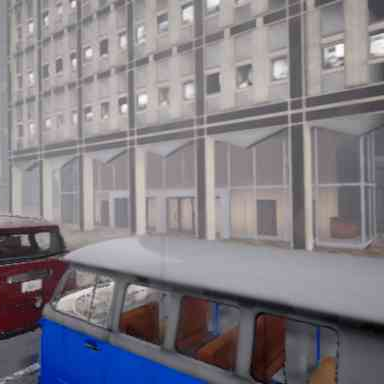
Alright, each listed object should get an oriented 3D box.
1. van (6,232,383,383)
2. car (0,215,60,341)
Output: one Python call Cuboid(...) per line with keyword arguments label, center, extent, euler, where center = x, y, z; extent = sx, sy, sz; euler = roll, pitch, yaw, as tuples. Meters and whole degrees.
Cuboid(label="van", center=(0.425, 1.344, 2.591), extent=(3.998, 1.788, 1.690), euler=(0, -1, 36))
Cuboid(label="car", center=(-4.071, 1.331, 5.796), extent=(5.009, 1.841, 2.192), euler=(0, -1, 36))
